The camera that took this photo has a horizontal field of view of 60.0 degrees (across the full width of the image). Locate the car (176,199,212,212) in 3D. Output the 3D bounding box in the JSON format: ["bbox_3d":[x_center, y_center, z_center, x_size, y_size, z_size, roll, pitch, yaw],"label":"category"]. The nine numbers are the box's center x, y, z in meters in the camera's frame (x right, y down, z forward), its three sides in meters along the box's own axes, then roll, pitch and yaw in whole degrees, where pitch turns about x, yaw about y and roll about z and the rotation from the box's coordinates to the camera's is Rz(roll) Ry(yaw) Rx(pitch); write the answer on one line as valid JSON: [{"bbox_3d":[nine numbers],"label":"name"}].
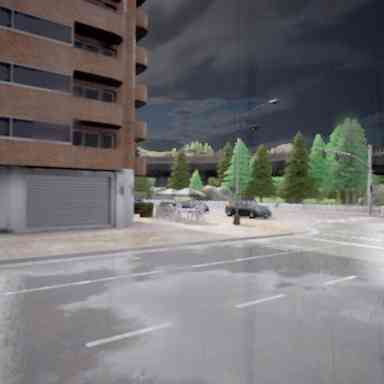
[{"bbox_3d":[0.210,1.755,44.366,2.128,1.511,4.902,1,-1,-40],"label":"car"}]

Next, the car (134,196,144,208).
[{"bbox_3d":[-8.551,1.706,48.070,4.892,1.490,1.837,1,0,33],"label":"car"}]

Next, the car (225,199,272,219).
[{"bbox_3d":[5.389,1.575,31.658,2.097,1.767,4.553,1,-1,-36],"label":"car"}]

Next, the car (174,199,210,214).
[{"bbox_3d":[-0.123,1.771,39.365,2.033,1.411,5.357,1,-1,-36],"label":"car"}]

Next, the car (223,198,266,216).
[{"bbox_3d":[5.812,1.618,37.016,2.097,1.767,4.553,1,-1,-36],"label":"car"}]
